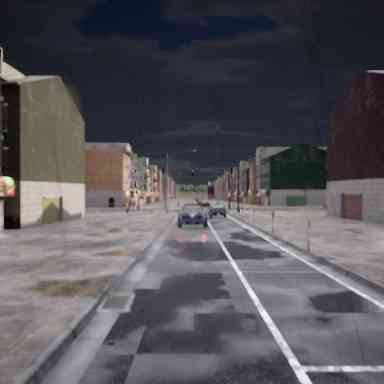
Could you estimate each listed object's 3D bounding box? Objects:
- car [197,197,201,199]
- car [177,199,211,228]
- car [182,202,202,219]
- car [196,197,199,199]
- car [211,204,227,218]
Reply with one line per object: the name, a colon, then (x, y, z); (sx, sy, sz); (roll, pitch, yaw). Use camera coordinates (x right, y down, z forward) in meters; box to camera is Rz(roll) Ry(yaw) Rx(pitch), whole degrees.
car: (2.644, 2.556, 78.384); (1.802, 1.307, 4.206); (-1, -1, 0)
car: (0.054, 1.648, 24.709); (2.097, 1.767, 4.553); (0, -1, 0)
car: (0.027, 1.895, 34.582); (1.882, 1.535, 5.008); (0, -1, 1)
car: (2.647, 2.661, 89.449); (1.887, 1.381, 4.507); (-1, -1, 0)
car: (2.632, 1.972, 34.878); (2.008, 1.369, 4.403); (-1, -1, 0)
